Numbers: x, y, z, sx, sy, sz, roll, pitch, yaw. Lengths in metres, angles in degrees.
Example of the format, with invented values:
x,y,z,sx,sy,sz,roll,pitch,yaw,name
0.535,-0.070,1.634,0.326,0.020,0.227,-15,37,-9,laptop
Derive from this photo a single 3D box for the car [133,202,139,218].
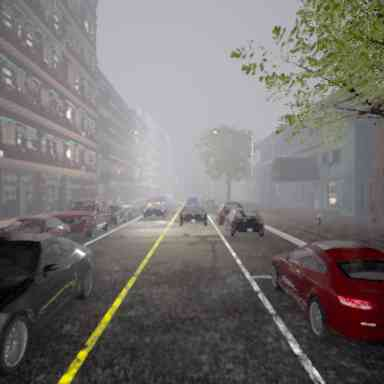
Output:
x,y,z,sx,sy,sz,roll,pitch,yaw,name
-5.704,1.510,29.001,2.008,1.369,4.403,0,0,0,car

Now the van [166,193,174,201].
x,y,z,sx,sy,sz,roll,pitch,yaw,name
-5.729,1.291,85.970,1.690,1.788,3.998,0,0,0,van

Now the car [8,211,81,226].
x,y,z,sx,sy,sz,roll,pitch,yaw,name
-5.697,1.561,11.911,1.802,1.307,4.206,0,0,0,car

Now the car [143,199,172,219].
x,y,z,sx,sy,sz,roll,pitch,yaw,name
-3.056,1.560,28.784,1.895,1.301,4.718,0,0,0,car

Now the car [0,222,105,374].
x,y,z,sx,sy,sz,roll,pitch,yaw,name
-3.090,1.515,5.728,1.812,1.442,4.674,0,0,0,car

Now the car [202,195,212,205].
x,y,z,sx,sy,sz,roll,pitch,yaw,name
2.668,1.494,51.790,2.008,1.369,4.403,0,0,0,car

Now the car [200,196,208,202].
x,y,z,sx,sy,sz,roll,pitch,yaw,name
2.658,1.525,74.576,1.802,1.307,4.206,0,0,0,car

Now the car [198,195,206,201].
x,y,z,sx,sy,sz,roll,pitch,yaw,name
2.653,1.516,85.970,1.947,1.339,4.313,0,0,0,car

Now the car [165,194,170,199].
x,y,z,sx,sy,sz,roll,pitch,yaw,name
-5.718,1.507,63.182,1.947,1.339,4.313,0,0,0,car

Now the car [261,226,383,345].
x,y,z,sx,sy,sz,roll,pitch,yaw,name
2.686,1.570,6.217,1.802,1.307,4.206,0,0,0,car

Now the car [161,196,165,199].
x,y,z,sx,sy,sz,roll,pitch,yaw,name
-5.713,1.488,51.789,1.887,1.381,4.507,0,0,0,car

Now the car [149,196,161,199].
x,y,z,sx,sy,sz,roll,pitch,yaw,name
-5.711,1.472,45.922,1.752,1.417,4.829,0,0,0,car

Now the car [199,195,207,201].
x,y,z,sx,sy,sz,roll,pitch,yaw,name
2.655,1.491,80.273,1.887,1.381,4.507,0,0,0,car

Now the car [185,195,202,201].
x,y,z,sx,sy,sz,roll,pitch,yaw,name
0.079,1.424,46.560,1.882,1.535,5.008,0,0,0,car

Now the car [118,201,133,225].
x,y,z,sx,sy,sz,roll,pitch,yaw,name
-5.702,1.530,23.305,1.947,1.339,4.313,0,0,0,car

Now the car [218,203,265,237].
x,y,z,sx,sy,sz,roll,pitch,yaw,name
2.681,1.522,17.610,2.008,1.369,4.403,0,0,0,car

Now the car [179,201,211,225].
x,y,z,sx,sy,sz,roll,pitch,yaw,name
0.091,1.565,23.652,1.895,1.301,4.718,0,0,0,car

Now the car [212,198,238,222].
x,y,z,sx,sy,sz,roll,pitch,yaw,name
2.679,1.405,23.306,1.967,1.590,4.097,0,0,0,car

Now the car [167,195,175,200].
x,y,z,sx,sy,sz,roll,pitch,yaw,name
-5.730,1.536,91.667,1.802,1.307,4.206,0,0,0,car

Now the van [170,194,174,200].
x,y,z,sx,sy,sz,roll,pitch,yaw,name
-5.726,1.287,80.273,1.690,1.788,3.998,0,0,0,van

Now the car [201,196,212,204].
x,y,z,sx,sy,sz,roll,pitch,yaw,name
2.663,1.485,63.182,1.887,1.381,4.507,0,0,0,car

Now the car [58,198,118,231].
x,y,z,sx,sy,sz,roll,pitch,yaw,name
-5.700,1.286,17.607,2.192,1.841,5.009,0,0,0,car
